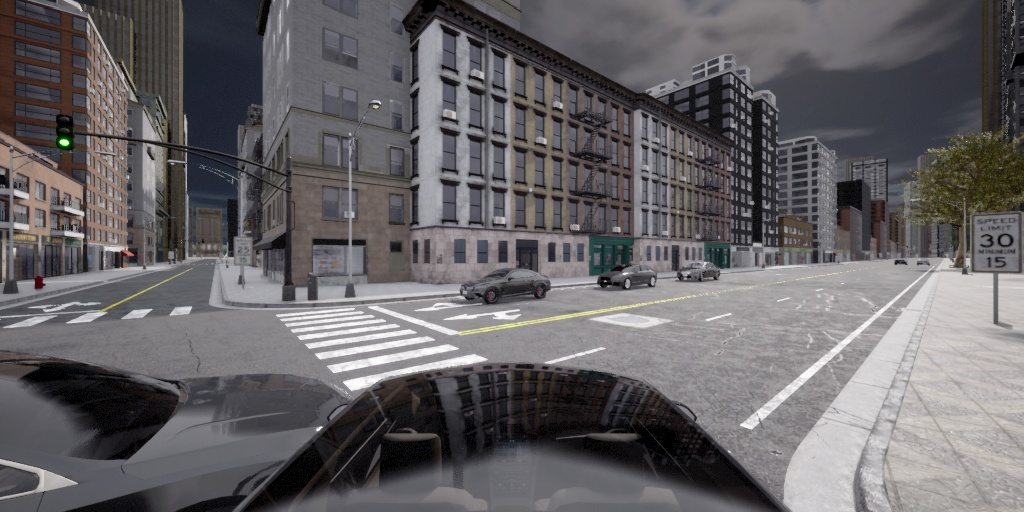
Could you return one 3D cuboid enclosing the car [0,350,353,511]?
[{"bbox_3d":[-3.239,1.257,1.646,4.892,1.490,1.837,0,0,-35],"label":"car"}]

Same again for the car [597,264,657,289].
[{"bbox_3d":[7.440,1.256,22.942,4.892,1.490,1.837,0,0,-39],"label":"car"}]

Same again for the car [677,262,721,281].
[{"bbox_3d":[15.389,1.233,29.486,4.902,1.511,2.128,0,0,-39],"label":"car"}]

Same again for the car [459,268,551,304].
[{"bbox_3d":[-0.194,1.285,16.647,4.674,1.442,1.812,0,0,-40],"label":"car"}]
